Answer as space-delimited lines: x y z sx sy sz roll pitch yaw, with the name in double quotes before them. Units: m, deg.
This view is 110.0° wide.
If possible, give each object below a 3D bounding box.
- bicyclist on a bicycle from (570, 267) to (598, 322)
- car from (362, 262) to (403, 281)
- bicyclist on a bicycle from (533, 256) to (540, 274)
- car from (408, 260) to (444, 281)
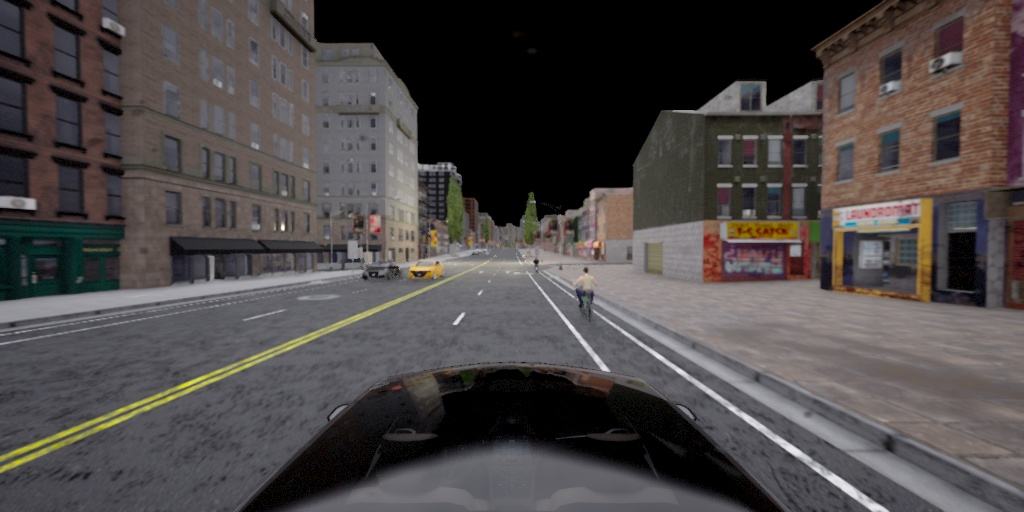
"bicyclist on a bicycle" 2.250 1.134 11.005 0.866 1.612 1.509 0 0 0
"car" -9.841 1.129 27.487 1.994 1.385 4.181 0 0 0
"bicyclist on a bicycle" 2.240 0.881 32.991 0.659 1.776 1.843 0 1 0
"car" -6.590 1.037 27.986 1.882 1.535 5.008 0 0 0
